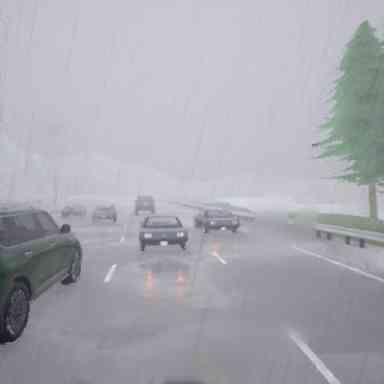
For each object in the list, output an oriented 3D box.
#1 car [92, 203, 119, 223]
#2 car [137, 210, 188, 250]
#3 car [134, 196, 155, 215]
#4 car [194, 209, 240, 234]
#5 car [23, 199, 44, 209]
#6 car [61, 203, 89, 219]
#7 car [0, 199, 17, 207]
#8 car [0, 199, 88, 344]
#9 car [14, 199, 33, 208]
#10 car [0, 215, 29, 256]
[{"bbox_3d":[-7.118,1.678,27.631,2.128,1.511,4.902,0,0,-10],"label":"car"},{"bbox_3d":[-1.385,1.681,14.839,1.895,1.301,4.718,0,0,-9],"label":"car"},{"bbox_3d":[-5.357,1.439,37.688,2.150,2.045,5.566,0,0,-10],"label":"car"},{"bbox_3d":[1.322,1.682,19.976,1.895,1.301,4.718,0,0,-9],"label":"car"},{"bbox_3d":[-26.493,1.954,55.647,1.882,1.535,5.008,0,0,-10],"label":"car"},{"bbox_3d":[-11.721,1.853,33.536,1.895,1.301,4.718,0,0,-10],"label":"car"},{"bbox_3d":[-34.880,2.132,62.934,1.994,1.385,4.181,0,0,-10],"label":"car"},{"bbox_3d":[-3.864,1.284,6.592,2.150,2.045,5.566,0,0,-4],"label":"car"},{"bbox_3d":[-31.054,2.017,61.423,1.882,1.535,5.008,0,0,-10],"label":"car"},{"bbox_3d":[-8.153,1.729,12.931,1.895,1.301,4.718,0,0,-8],"label":"car"}]
